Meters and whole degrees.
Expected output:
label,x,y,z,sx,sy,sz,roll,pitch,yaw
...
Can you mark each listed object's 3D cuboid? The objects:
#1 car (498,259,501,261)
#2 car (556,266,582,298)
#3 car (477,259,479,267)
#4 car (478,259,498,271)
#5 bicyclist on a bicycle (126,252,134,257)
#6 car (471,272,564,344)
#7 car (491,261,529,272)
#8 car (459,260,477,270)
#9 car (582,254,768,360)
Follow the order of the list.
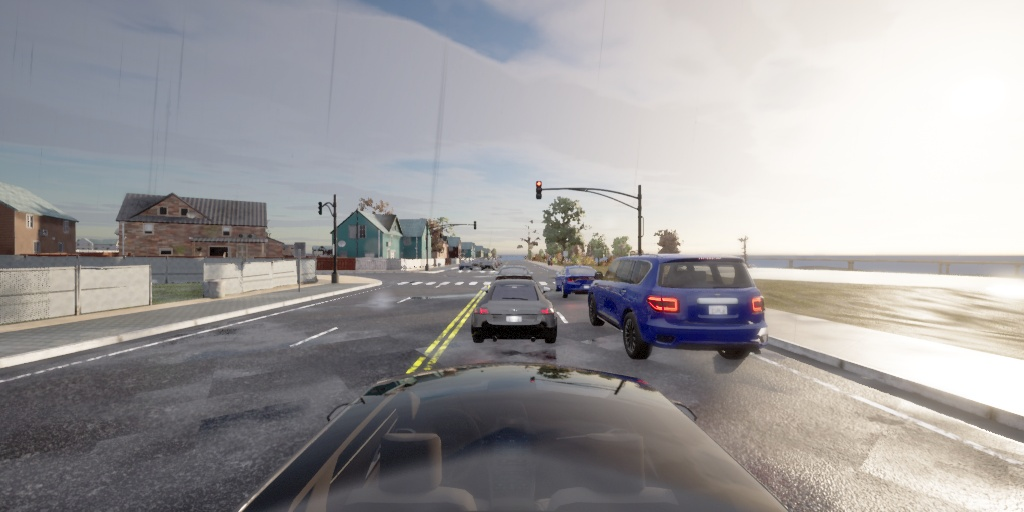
label,x,y,z,sx,sy,sz,roll,pitch,yaw
car,-3.306,1.315,60.409,1.812,1.442,4.674,0,0,0
car,3.356,1.228,18.441,1.882,1.535,5.008,0,0,1
car,-6.544,1.341,63.266,2.033,1.411,5.357,0,0,0
car,-3.321,1.281,51.147,1.837,1.490,4.892,0,0,0
bicyclist on a bicycle,-29.604,0.544,27.779,0.582,1.620,1.656,1,0,-35
car,0.088,1.314,9.659,1.994,1.385,4.181,0,0,1
car,0.107,1.228,18.599,1.882,1.535,5.008,0,0,0
car,-6.600,1.325,52.232,2.033,1.411,5.357,0,0,-2
car,3.348,0.971,8.503,2.150,2.045,5.566,0,0,0
